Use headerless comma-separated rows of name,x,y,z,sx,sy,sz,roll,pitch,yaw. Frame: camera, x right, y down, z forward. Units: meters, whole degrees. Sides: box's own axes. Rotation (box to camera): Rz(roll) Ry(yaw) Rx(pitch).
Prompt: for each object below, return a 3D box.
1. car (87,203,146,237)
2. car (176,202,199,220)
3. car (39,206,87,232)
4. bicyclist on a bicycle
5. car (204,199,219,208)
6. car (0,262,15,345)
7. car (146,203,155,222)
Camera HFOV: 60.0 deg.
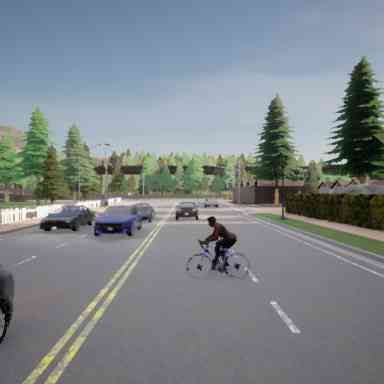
car,-3.897,1.477,18.140,1.882,1.535,5.008,0,0,-1
car,-0.396,1.526,27.928,1.812,1.442,4.674,0,0,0
car,-7.416,1.548,20.522,2.033,1.411,5.357,0,0,0
bicyclist on a bicycle,0.672,1.452,8.562,1.656,1.620,0.582,-1,0,-1
car,2.699,1.601,47.713,1.895,1.301,4.718,0,0,-1
car,-3.634,1.505,3.253,1.837,1.490,4.892,0,0,-1
car,-3.971,1.570,25.715,1.994,1.385,4.181,0,0,-1
